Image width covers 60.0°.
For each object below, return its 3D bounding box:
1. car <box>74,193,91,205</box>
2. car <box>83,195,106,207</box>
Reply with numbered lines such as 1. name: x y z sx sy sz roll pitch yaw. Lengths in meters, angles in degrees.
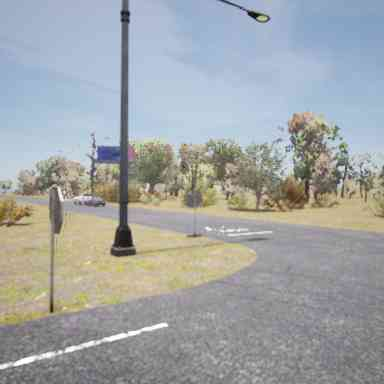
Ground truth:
1. car: -19.197 1.231 58.751 2.150 2.045 5.566 1 0 -33
2. car: -15.224 1.567 52.789 2.033 1.411 5.357 1 0 -33
